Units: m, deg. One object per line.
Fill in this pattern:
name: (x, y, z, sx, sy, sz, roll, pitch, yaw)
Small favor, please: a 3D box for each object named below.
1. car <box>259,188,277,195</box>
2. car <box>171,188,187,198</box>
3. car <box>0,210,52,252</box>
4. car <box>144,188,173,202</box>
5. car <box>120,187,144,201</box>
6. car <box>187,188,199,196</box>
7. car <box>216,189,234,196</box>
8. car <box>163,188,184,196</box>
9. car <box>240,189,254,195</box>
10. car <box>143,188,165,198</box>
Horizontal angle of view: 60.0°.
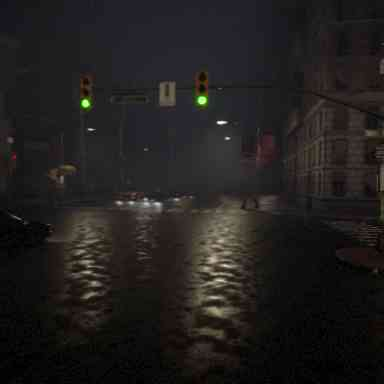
car: (17.378, -0.032, 76.176, 4.892, 1.490, 1.837, 0, 2, -39)
car: (-2.546, 0.178, 52.971, 1.882, 1.535, 5.008, 1, 1, 10)
car: (-6.394, 1.206, 9.762, 2.033, 1.411, 5.357, 1, 1, 10)
car: (-4.277, 0.509, 43.011, 1.895, 1.301, 4.718, 1, 1, 10)
car: (-7.757, 0.196, 43.398, 2.097, 1.767, 4.553, 1, 1, 10)
car: (0.015, 0.036, 62.753, 1.812, 1.442, 4.674, 1, 1, 19)
car: (6.899, 0.014, 68.936, 2.033, 1.411, 5.357, 2, 2, 32)
car: (-3.445, -0.070, 63.486, 2.128, 1.511, 4.902, 1, 1, 19)
car: (13.314, -0.024, 77.136, 4.718, 1.301, 1.895, 0, 2, -42)
car: (-6.009, 0.126, 53.455, 2.128, 1.511, 4.902, 1, 1, 10)
